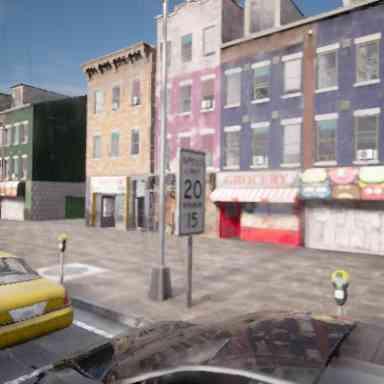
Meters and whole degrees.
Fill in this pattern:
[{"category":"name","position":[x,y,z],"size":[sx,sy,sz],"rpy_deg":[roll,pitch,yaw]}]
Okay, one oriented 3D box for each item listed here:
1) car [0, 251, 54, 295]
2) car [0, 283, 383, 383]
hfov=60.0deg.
[{"category":"car","position":[-4.040,1.574,5.855],"size":[4.829,1.417,1.752],"rpy_deg":[0,-1,37]},{"category":"car","position":[0.583,1.612,2.364],"size":[4.313,1.339,1.947],"rpy_deg":[0,-1,37]}]
